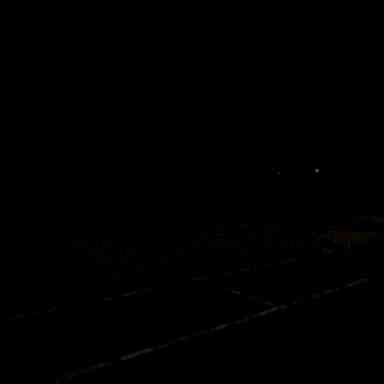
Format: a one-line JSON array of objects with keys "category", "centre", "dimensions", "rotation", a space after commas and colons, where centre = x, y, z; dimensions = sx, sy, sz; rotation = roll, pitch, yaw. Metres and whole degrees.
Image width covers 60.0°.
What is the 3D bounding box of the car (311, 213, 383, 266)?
[{"category": "car", "centre": [5.907, 1.388, 10.989], "dimensions": [4.829, 1.417, 1.752], "rotation": [-1, 0, -34]}]
